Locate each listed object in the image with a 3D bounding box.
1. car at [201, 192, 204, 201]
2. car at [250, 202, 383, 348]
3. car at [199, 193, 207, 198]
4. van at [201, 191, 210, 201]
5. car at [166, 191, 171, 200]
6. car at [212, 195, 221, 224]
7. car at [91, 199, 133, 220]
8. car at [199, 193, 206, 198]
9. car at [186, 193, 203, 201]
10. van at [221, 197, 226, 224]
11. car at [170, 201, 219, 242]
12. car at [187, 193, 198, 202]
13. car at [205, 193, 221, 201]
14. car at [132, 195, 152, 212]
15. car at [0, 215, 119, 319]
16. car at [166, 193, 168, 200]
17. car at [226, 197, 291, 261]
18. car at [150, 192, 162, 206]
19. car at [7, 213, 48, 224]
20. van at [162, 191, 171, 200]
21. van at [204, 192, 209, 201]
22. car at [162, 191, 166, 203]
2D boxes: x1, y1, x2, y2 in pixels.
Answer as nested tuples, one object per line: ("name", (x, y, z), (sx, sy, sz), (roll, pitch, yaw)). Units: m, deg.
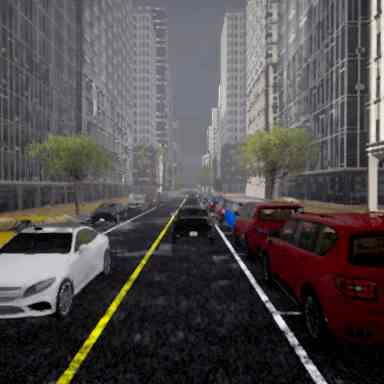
("car", (2.677, 1.107, 57.345), (2.008, 1.369, 4.403), (-1, 0, 0))
("car", (2.680, 1.267, 6.192), (2.192, 1.841, 5.009), (-1, 0, 0))
("car", (2.728, 0.895, 85.762), (1.947, 1.339, 4.313), (-1, 0, 0))
("van", (2.674, 0.809, 68.711), (1.690, 1.788, 3.998), (-1, 0, 0))
("car", (-5.704, 1.050, 68.713), (1.802, 1.307, 4.206), (-1, 0, 0))
("car", (2.680, 1.262, 23.244), (1.967, 1.590, 4.097), (-1, 0, 0))
("car", (-5.700, 1.387, 23.244), (1.947, 1.339, 4.313), (-1, 0, 0))
("car", (2.786, 0.864, 91.445), (1.802, 1.307, 4.206), (-1, 0, 0))
("car", (0.097, 1.215, 45.114), (1.994, 1.385, 4.181), (0, 0, 0))
("van", (2.679, 1.206, 17.559), (1.690, 1.788, 3.998), (-1, 0, 0))
("car", (0.039, 1.385, 15.573), (1.837, 1.490, 4.892), (0, 0, 0))
("car", (0.094, 1.030, 61.559), (1.837, 1.490, 4.892), (0, 1, 0))
("car", (2.678, 1.174, 34.611), (1.967, 1.590, 4.097), (-1, 0, 0))
("car", (-5.701, 1.285, 34.611), (2.008, 1.369, 4.403), (-1, 0, 0))
("car", (-3.100, 1.468, 7.371), (1.812, 1.442, 4.674), (0, 0, 0))
("car", (-5.703, 1.139, 57.345), (1.802, 1.307, 4.206), (-1, 0, 0))
("car", (2.679, 1.223, 11.876), (2.192, 1.841, 5.009), (-1, 0, 0))
("car", (-5.703, 1.086, 45.977), (1.967, 1.590, 4.097), (-1, 0, 0))
("car", (-5.699, 1.435, 11.707), (1.752, 1.417, 4.829), (-1, 0, 0))
("van", (-5.706, 0.763, 74.394), (1.690, 1.788, 3.998), (-1, 0, 0))
("van", (2.677, 1.031, 40.293), (1.690, 1.788, 3.998), (-1, 0, 0))
("car", (-5.705, 0.916, 51.659), (2.192, 1.841, 5.009), (-1, 0, 0))
